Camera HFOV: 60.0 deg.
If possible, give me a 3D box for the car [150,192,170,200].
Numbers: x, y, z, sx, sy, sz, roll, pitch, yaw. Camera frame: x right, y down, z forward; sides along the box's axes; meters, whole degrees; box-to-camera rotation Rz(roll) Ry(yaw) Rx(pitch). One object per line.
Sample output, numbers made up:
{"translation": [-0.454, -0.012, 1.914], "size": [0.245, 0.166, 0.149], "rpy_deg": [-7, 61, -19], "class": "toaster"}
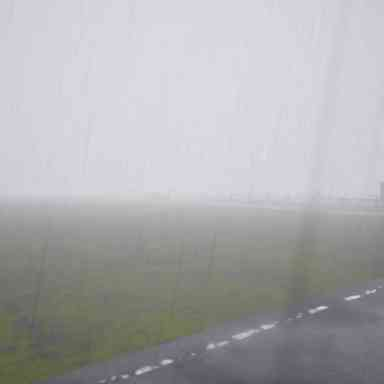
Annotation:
{"translation": [-5.696, 0.677, 59.187], "size": [1.882, 1.535, 5.008], "rpy_deg": [1, 1, -36], "class": "car"}
